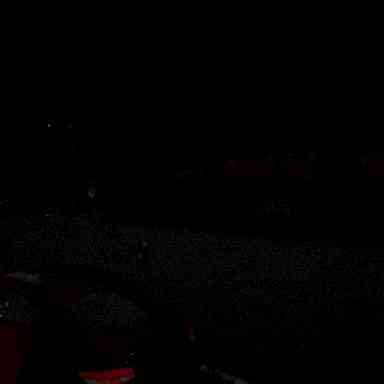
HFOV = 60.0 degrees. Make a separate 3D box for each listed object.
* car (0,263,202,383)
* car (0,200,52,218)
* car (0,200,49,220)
[{"bbox_3d":[-1.840,1.576,4.129,4.206,1.307,1.802,0,-1,35],"label":"car"},{"bbox_3d":[-14.556,1.400,28.561,1.994,1.385,4.181,-1,0,36],"label":"car"},{"bbox_3d":[-13.289,1.327,25.261,1.812,1.442,4.674,-1,0,36],"label":"car"}]
